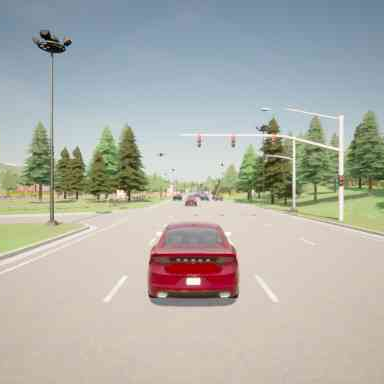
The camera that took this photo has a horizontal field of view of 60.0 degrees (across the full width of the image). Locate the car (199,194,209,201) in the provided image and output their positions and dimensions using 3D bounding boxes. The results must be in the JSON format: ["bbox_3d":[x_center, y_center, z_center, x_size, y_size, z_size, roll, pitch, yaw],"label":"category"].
[{"bbox_3d":[3.261,1.516,84.184,1.812,1.442,4.674,0,0,0],"label":"car"}]

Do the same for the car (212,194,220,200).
[{"bbox_3d":[6.732,1.372,94.197,2.033,1.411,5.357,0,0,0],"label":"car"}]

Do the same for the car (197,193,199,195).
[{"bbox_3d":[3.232,1.357,94.187,2.128,1.511,4.902,0,0,0],"label":"car"}]

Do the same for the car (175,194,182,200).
[{"bbox_3d":[-3.768,1.310,94.167,1.882,1.535,5.008,0,0,0],"label":"car"}]

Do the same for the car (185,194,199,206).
[{"bbox_3d":[-0.150,1.525,53.145,1.812,1.442,4.674,0,0,0],"label":"car"}]

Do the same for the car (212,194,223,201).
[{"bbox_3d":[6.762,1.516,83.778,2.128,1.511,4.902,0,0,0],"label":"car"}]

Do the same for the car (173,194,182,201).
[{"bbox_3d":[-3.738,1.469,83.747,1.882,1.535,5.008,0,0,0],"label":"car"}]

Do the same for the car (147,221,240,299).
[{"bbox_3d":[0.039,1.478,8.542,1.882,1.535,5.008,0,0,0],"label":"car"}]
